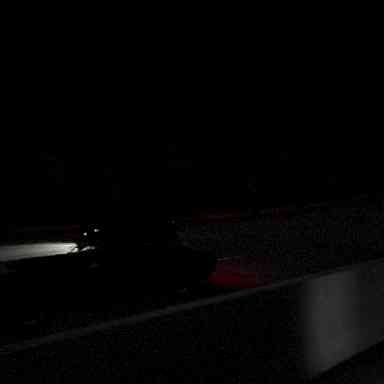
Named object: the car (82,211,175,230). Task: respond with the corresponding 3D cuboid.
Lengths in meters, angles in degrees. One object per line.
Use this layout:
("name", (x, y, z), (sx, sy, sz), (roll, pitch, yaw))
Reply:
("car", (-2.767, 1.552, 14.889), (4.181, 1.385, 1.994), (0, 0, -35))

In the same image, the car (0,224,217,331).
("car", (-1.841, 1.596, 6.966), (4.718, 1.301, 1.895), (0, 0, -35))
